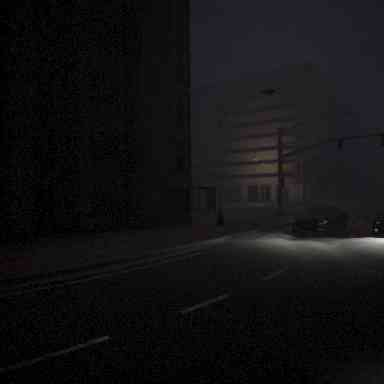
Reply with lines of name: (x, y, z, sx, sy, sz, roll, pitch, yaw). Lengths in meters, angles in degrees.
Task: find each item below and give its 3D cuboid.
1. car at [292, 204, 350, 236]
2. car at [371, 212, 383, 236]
car: (7.108, 1.399, 18.111, 1.882, 1.535, 5.008, -1, 0, 39)
car: (10.371, 1.452, 16.590, 1.994, 1.385, 4.181, -1, 0, 39)
